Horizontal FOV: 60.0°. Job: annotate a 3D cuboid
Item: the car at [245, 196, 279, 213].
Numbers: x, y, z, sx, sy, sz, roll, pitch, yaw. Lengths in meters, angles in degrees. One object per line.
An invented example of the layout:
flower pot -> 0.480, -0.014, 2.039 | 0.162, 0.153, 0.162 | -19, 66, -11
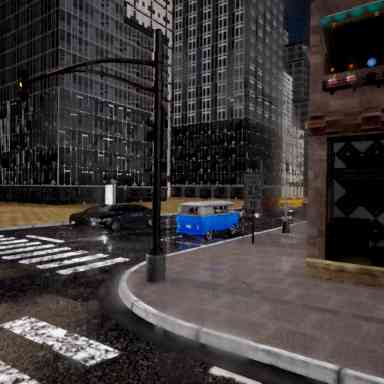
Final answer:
car -> 7.131, 1.258, 35.637 | 2.097, 1.767, 4.553 | 1, 1, 36

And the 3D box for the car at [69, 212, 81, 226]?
car -> -5.908, 1.467, 21.851 | 1.947, 1.339, 4.313 | 1, 1, 36

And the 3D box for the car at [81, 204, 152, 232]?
car -> -3.971, 1.466, 20.102 | 1.812, 1.442, 4.674 | 1, 1, 37

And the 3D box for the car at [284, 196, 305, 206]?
car -> 16.496, 1.363, 53.232 | 1.752, 1.417, 4.829 | 1, 1, 36

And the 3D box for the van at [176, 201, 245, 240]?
van -> 0.915, 1.368, 16.979 | 1.690, 1.788, 3.998 | 1, 1, 36

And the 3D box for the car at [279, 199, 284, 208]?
car -> 10.166, 1.293, 44.363 | 1.967, 1.590, 4.097 | 1, 1, 36

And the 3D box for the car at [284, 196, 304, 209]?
car -> 12.994, 1.368, 43.784 | 1.882, 1.535, 5.008 | 1, 1, 36

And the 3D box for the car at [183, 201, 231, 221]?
car -> 1.302, 1.487, 27.502 | 1.994, 1.385, 4.181 | 1, 1, 35
